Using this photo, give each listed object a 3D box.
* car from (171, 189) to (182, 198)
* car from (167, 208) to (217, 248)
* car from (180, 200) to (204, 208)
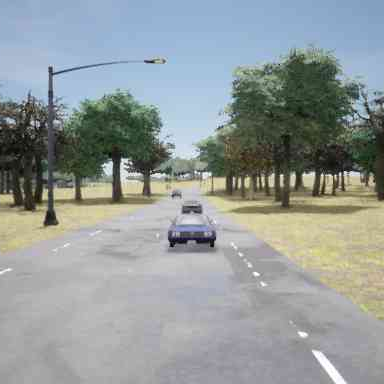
[{"bbox_3d":[-3.500,0.397,76.691,2.150,2.045,5.566,0,2,0],"label":"car"},{"bbox_3d":[0.000,1.599,14.682,1.895,1.301,4.718,0,0,0],"label":"car"},{"bbox_3d":[0.000,1.475,29.652,1.837,1.490,4.892,0,0,0],"label":"car"}]
